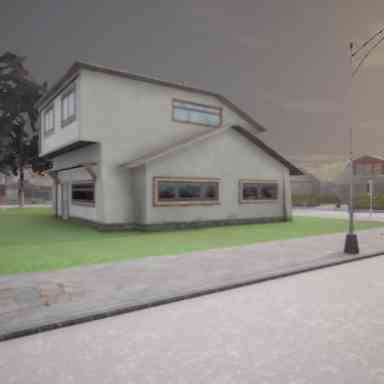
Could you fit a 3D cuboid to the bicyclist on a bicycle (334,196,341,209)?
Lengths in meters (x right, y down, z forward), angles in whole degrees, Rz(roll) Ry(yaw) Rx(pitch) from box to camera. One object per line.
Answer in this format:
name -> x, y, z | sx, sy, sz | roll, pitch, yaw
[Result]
bicyclist on a bicycle -> 18.514, 1.355, 42.328 | 1.656, 1.620, 0.582 | 0, 0, -35
